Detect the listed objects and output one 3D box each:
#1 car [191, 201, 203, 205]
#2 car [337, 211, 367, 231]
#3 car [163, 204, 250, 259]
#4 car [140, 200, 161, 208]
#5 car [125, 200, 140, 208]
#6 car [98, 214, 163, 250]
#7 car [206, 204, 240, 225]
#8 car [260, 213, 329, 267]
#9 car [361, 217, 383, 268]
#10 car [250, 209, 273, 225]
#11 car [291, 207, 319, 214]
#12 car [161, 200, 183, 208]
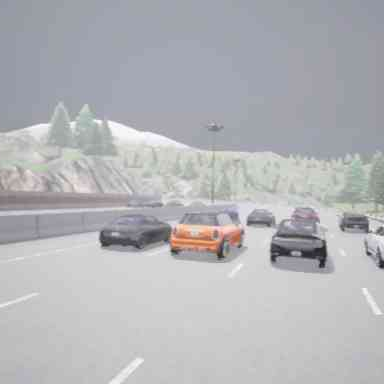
[{"bbox_3d":[0.860,2.355,57.633,1.812,1.442,4.674,1,-1,16],"label":"car"},{"bbox_3d":[12.454,2.235,25.810,1.837,1.490,4.892,1,0,20],"label":"car"},{"bbox_3d":[0.813,1.570,13.900,2.097,1.767,4.553,1,-1,20],"label":"car"},{"bbox_3d":[-6.501,2.084,57.303,1.882,1.535,5.008,2,-1,17],"label":"car"},{"bbox_3d":[-9.962,2.077,57.968,1.994,1.385,4.181,1,-1,17],"label":"car"},{"bbox_3d":[-2.408,1.708,15.296,1.994,1.385,4.181,1,-1,20],"label":"car"},{"bbox_3d":[2.958,1.990,30.405,1.882,1.535,5.008,1,0,20],"label":"car"},{"bbox_3d":[4.134,1.794,12.804,2.128,1.511,4.902,1,-1,20],"label":"car"},{"bbox_3d":[7.668,1.925,12.284,1.812,1.442,4.674,1,-1,20],"label":"car"},{"bbox_3d":[5.911,2.135,28.295,1.994,1.385,4.181,1,-1,20],"label":"car"},{"bbox_3d":[9.117,1.996,26.861,2.097,1.767,4.553,1,-1,20],"label":"car"},{"bbox_3d":[-3.030,2.206,56.751,1.837,1.490,4.892,2,-1,17],"label":"car"}]
